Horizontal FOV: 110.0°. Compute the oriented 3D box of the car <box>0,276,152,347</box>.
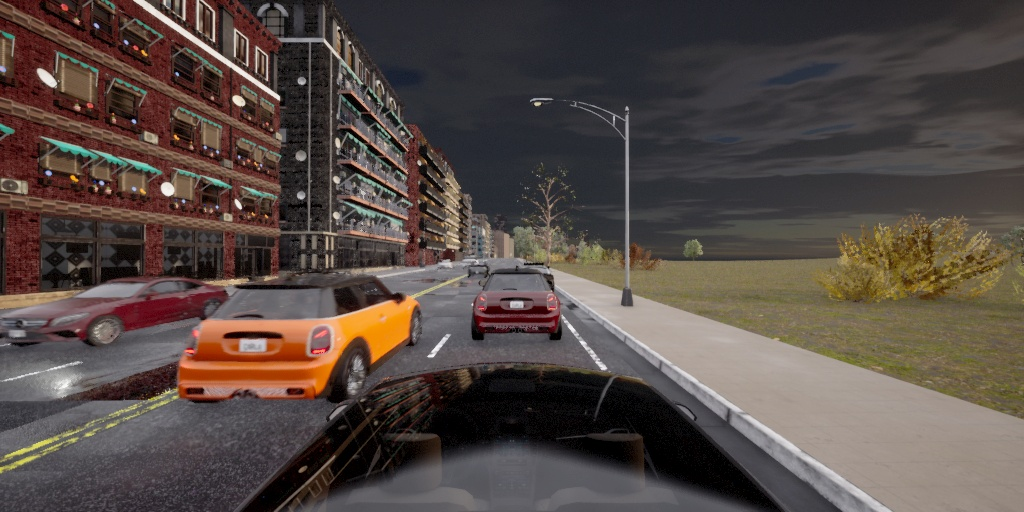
[{"bbox_3d":[-9.833,1.277,9.455,1.812,1.442,4.674,0,0,0],"label":"car"}]

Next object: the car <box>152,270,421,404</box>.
[{"bbox_3d":[-3.143,1.104,6.482,2.097,1.767,4.553,0,0,0],"label":"car"}]

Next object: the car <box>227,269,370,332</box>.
[{"bbox_3d":[-6.579,1.256,11.877,1.837,1.490,4.892,0,0,0],"label":"car"}]

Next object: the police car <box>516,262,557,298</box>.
[{"bbox_3d":[1.177,1.177,19.592,1.930,1.638,5.238,0,0,0],"label":"police car"}]

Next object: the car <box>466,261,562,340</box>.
[{"bbox_3d":[0.114,1.103,10.096,2.097,1.767,4.553,0,0,0],"label":"car"}]

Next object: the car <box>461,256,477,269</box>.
[{"bbox_3d":[-6.469,0.970,55.444,2.150,2.045,5.566,0,0,0],"label":"car"}]

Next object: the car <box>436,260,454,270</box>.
[{"bbox_3d":[-9.727,1.276,52.556,1.812,1.442,4.674,0,0,0],"label":"car"}]

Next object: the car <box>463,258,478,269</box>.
[{"bbox_3d":[-3.075,1.243,34.297,2.128,1.511,4.902,0,0,0],"label":"car"}]
